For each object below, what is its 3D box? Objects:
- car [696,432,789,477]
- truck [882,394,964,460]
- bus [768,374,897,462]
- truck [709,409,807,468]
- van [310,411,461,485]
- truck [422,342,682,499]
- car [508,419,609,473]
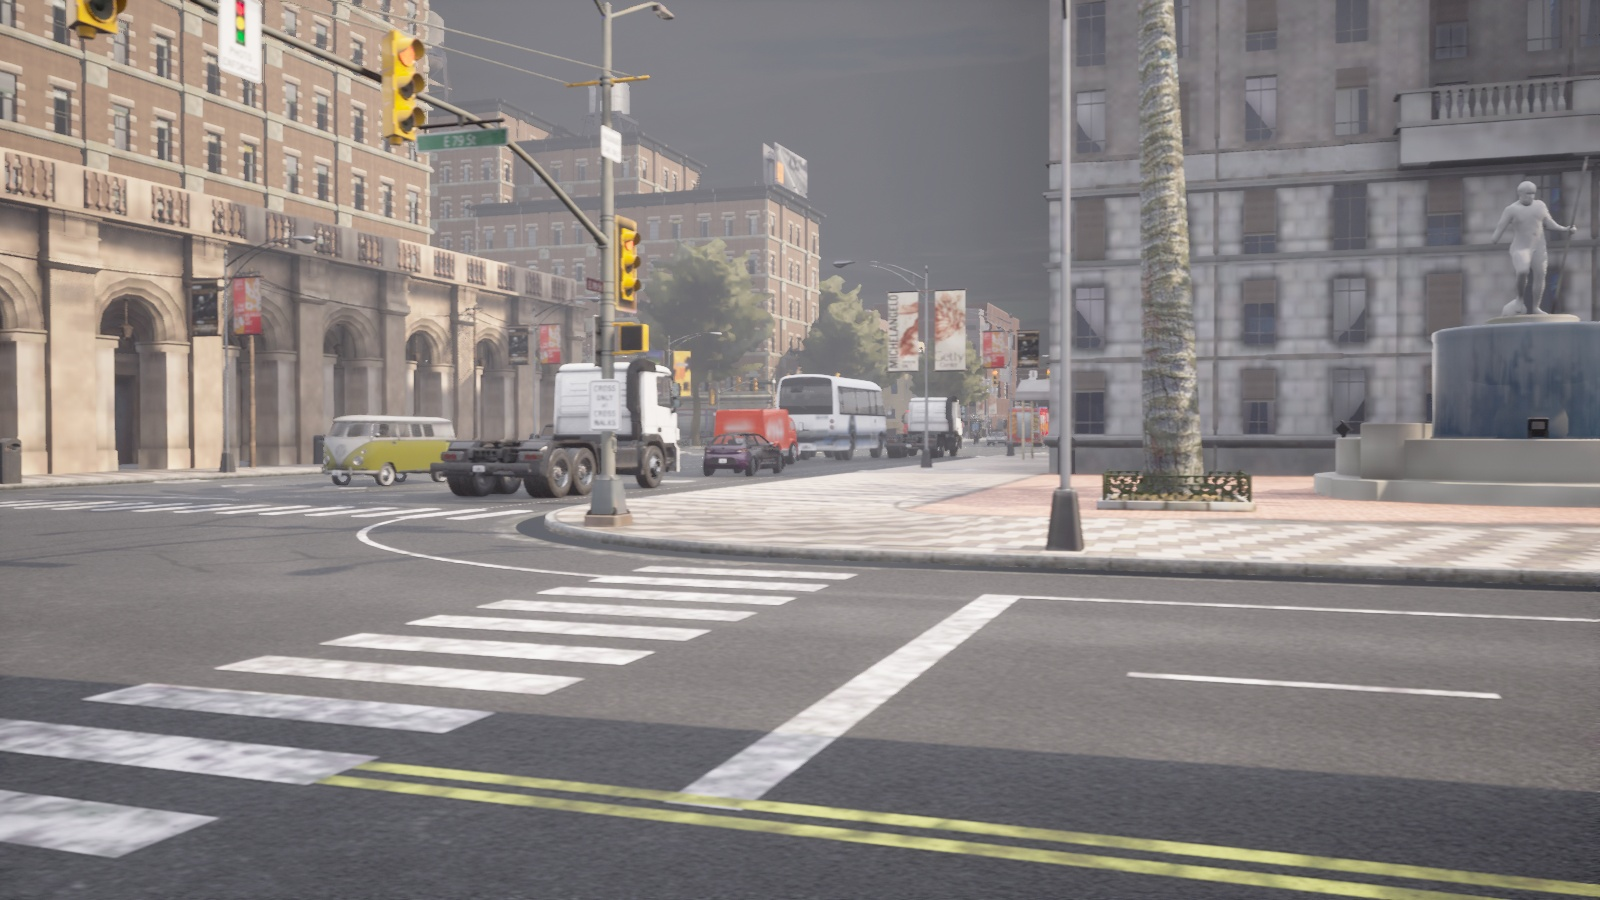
[{"bbox_3d":[-1.919,0.111,43.442,1.816,1.474,4.193,1,1,18],"label":"car"},{"bbox_3d":[6.980,-1.273,70.308,2.891,3.462,7.936,1,1,18],"label":"truck"},{"bbox_3d":[1.934,-1.628,66.147,3.944,4.253,10.273,1,1,18],"label":"bus"},{"bbox_3d":[-1.750,-0.562,54.993,2.627,2.467,5.204,1,2,19],"label":"truck"},{"bbox_3d":[-11.823,-0.078,36.136,1.775,1.987,4.442,1,1,19],"label":"van"},{"bbox_3d":[-5.946,-0.710,31.843,2.891,3.462,7.936,1,1,19],"label":"truck"},{"bbox_3d":[-8.676,-0.172,45.388,1.905,1.878,3.866,1,1,19],"label":"car"}]
